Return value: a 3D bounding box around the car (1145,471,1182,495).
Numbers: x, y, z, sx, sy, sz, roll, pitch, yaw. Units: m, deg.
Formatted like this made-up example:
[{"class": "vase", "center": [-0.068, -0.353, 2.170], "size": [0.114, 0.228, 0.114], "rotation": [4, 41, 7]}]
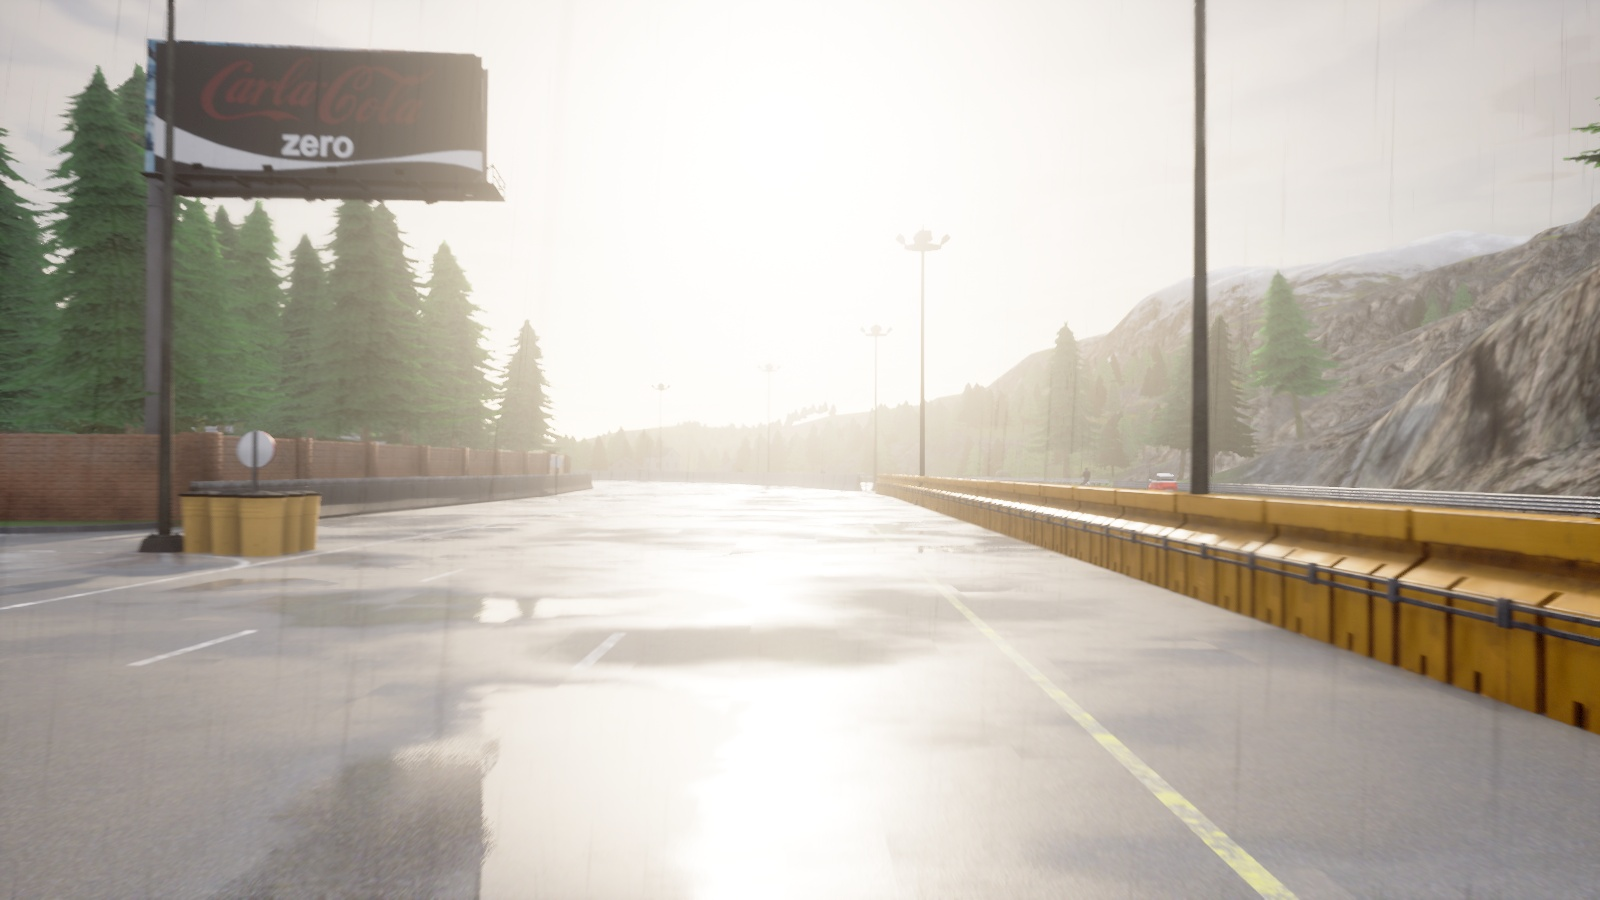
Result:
[{"class": "car", "center": [21.435, 1.918, 74.111], "size": [1.481, 1.376, 2.207], "rotation": [0, -1, -2]}]
